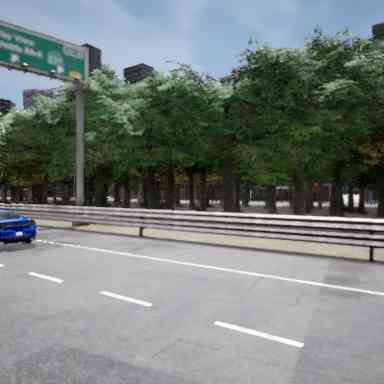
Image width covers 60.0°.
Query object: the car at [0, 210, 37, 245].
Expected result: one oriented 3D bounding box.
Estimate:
[{"bbox_3d":[-8.756,1.497,14.418,5.008,1.535,1.882,0,0,36],"label":"car"}]
